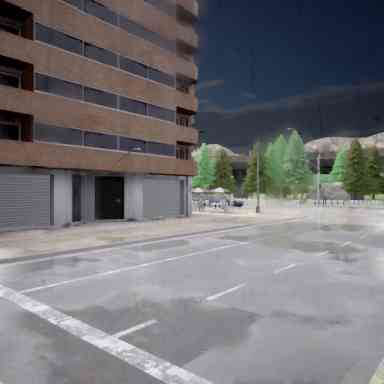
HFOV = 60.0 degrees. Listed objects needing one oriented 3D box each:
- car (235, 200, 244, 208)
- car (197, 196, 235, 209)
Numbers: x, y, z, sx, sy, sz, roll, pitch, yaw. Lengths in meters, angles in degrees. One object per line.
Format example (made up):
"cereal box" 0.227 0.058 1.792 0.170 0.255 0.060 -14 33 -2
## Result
"car" 5.000 1.435 47.217 5.008 1.535 1.882 1 1 40
"car" 2.907 1.308 44.396 4.553 1.767 2.097 0 0 40
